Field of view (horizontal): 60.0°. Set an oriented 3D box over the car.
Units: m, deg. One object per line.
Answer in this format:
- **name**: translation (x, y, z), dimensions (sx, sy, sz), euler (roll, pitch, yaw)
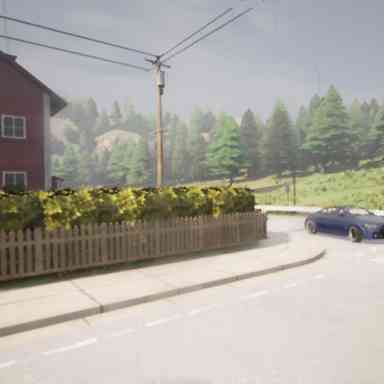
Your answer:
- **car**: translation (6.918, 1.309, 14.656), dimensions (1.994, 1.385, 4.181), euler (-1, 1, -20)
